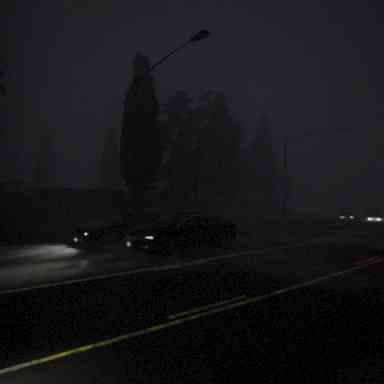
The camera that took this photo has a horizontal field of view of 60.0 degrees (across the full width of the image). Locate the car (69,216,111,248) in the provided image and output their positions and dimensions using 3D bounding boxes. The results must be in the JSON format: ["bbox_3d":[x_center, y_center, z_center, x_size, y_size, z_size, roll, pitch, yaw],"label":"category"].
[{"bbox_3d":[-2.725,1.588,15.361,5.357,1.411,2.033,1,0,-40],"label":"car"}]

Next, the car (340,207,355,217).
[{"bbox_3d":[23.360,2.969,50.210,2.033,1.411,5.357,0,-2,22],"label":"car"}]

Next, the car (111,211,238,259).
[{"bbox_3d":[-0.297,1.532,12.930,4.902,1.511,2.128,1,0,-41],"label":"car"}]

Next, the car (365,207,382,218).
[{"bbox_3d":[26.039,2.889,47.829,2.128,1.511,4.902,0,-2,23],"label":"car"}]
